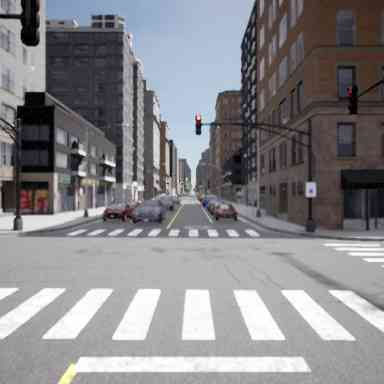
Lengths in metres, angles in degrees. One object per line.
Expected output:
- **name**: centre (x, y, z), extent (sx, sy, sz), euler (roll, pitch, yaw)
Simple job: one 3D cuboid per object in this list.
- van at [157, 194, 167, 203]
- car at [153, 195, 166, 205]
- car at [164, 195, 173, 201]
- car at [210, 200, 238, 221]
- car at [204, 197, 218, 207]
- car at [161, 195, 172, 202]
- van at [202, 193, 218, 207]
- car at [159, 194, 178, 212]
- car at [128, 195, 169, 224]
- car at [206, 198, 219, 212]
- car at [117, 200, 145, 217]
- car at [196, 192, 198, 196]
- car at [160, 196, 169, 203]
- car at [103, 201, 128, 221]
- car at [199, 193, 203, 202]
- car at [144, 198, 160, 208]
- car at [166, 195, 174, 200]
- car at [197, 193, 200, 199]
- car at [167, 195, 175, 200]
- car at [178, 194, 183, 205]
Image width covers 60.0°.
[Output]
- **van**: centre (-5.921, 1.312, 66.410), extent (1.690, 1.788, 3.998), euler (1, 0, 0)
- **car**: centre (-5.915, 1.412, 60.737), extent (1.967, 1.590, 4.097), euler (1, 0, 0)
- **car**: centre (-5.942, 1.533, 83.429), extent (1.947, 1.339, 4.313), euler (1, 0, 0)
- **car**: centre (2.647, 1.567, 26.700), extent (1.802, 1.307, 4.206), euler (1, 0, 0)
- **car**: centre (2.634, 1.561, 38.047), extent (1.802, 1.307, 4.206), euler (1, 0, 0)
- **car**: centre (-5.935, 1.519, 77.756), extent (2.008, 1.369, 4.403), euler (1, 0, 0)
- **van**: centre (2.630, 1.318, 43.721), extent (1.690, 1.788, 3.998), euler (1, 0, 0)
- **car**: centre (-3.135, 1.330, 39.053), extent (2.097, 1.767, 4.553), euler (0, 0, 0)
- **car**: centre (-3.124, 1.338, 24.796), extent (2.097, 1.767, 4.553), euler (0, 0, 0)
- **car**: centre (2.640, 1.564, 32.374), extent (1.802, 1.307, 4.206), euler (1, 0, 0)
- **car**: centre (-5.885, 1.526, 32.373), extent (1.887, 1.381, 4.507), euler (1, 0, 0)
- **car**: centre (2.586, 1.283, 83.435), extent (2.192, 1.841, 5.009), euler (1, 0, 0)
- **car**: centre (-5.929, 1.552, 72.083), extent (1.802, 1.307, 4.206), euler (1, 0, 0)
- **car**: centre (-5.879, 1.529, 26.700), extent (1.887, 1.381, 4.507), euler (1, 0, 0)
- **car**: centre (2.624, 1.290, 49.394), extent (2.192, 1.841, 5.009), euler (1, 0, 0)
- **car**: centre (-5.904, 1.557, 49.392), extent (1.802, 1.307, 4.206), euler (1, 0, 0)
- **car**: centre (-5.948, 1.532, 89.102), extent (1.947, 1.339, 4.313), euler (1, 0, 0)
- **car**: centre (2.596, 1.536, 72.087), extent (1.947, 1.339, 4.313), euler (1, 0, 0)
- **car**: centre (-5.954, 1.509, 94.775), extent (1.887, 1.381, 4.507), euler (1, 0, 0)
- **car**: centre (-3.088, 1.537, 57.984), extent (1.994, 1.385, 4.181), euler (0, 0, 0)
